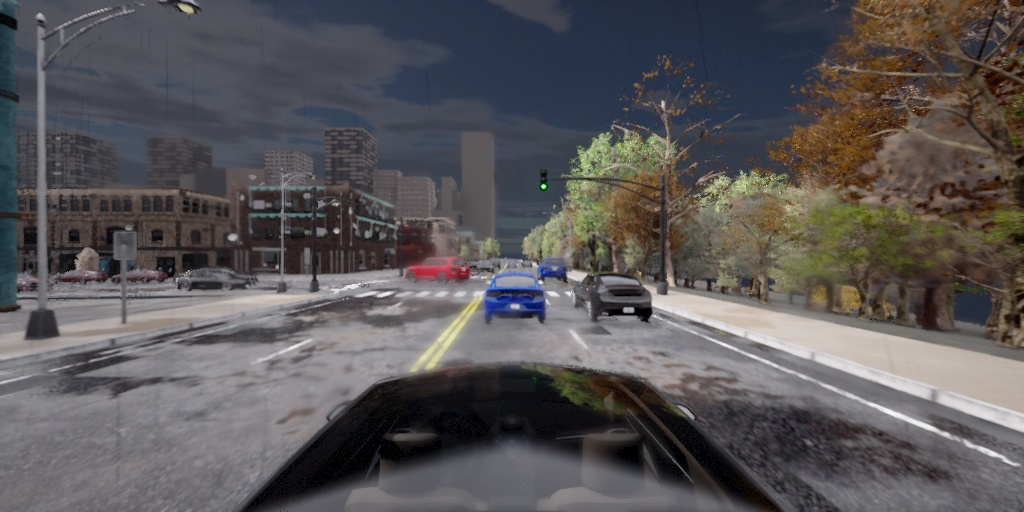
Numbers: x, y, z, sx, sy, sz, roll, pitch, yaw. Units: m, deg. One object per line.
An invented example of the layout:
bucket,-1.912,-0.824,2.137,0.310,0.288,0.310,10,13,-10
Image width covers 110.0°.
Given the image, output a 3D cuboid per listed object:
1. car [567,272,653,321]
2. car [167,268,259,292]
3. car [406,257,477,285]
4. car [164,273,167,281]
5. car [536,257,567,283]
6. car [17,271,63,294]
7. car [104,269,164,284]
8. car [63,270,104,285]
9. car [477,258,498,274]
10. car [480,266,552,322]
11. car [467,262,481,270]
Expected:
car,3.350,1.323,12.706,1.837,1.490,4.892,0,0,0
car,-19.949,1.706,24.135,4.313,1.339,1.948,0,0,0
car,-5.826,1.134,28.020,5.566,2.045,2.150,0,-1,33
car,-28.283,1.755,32.646,4.403,1.370,2.007,0,0,0
car,3.349,1.148,30.499,2.150,2.045,5.566,0,0,0
car,-33.826,1.738,24.271,4.097,1.591,1.967,0,0,0
car,-33.818,1.849,32.652,4.207,1.307,1.802,0,0,0
car,-39.353,1.912,32.658,4.207,1.307,1.802,0,0,0
car,-3.339,1.376,46.721,2.097,1.767,4.553,0,0,0
car,0.100,1.295,12.581,1.882,1.535,5.008,0,0,0
car,-6.543,1.717,62.383,1.895,1.301,4.718,0,0,1
